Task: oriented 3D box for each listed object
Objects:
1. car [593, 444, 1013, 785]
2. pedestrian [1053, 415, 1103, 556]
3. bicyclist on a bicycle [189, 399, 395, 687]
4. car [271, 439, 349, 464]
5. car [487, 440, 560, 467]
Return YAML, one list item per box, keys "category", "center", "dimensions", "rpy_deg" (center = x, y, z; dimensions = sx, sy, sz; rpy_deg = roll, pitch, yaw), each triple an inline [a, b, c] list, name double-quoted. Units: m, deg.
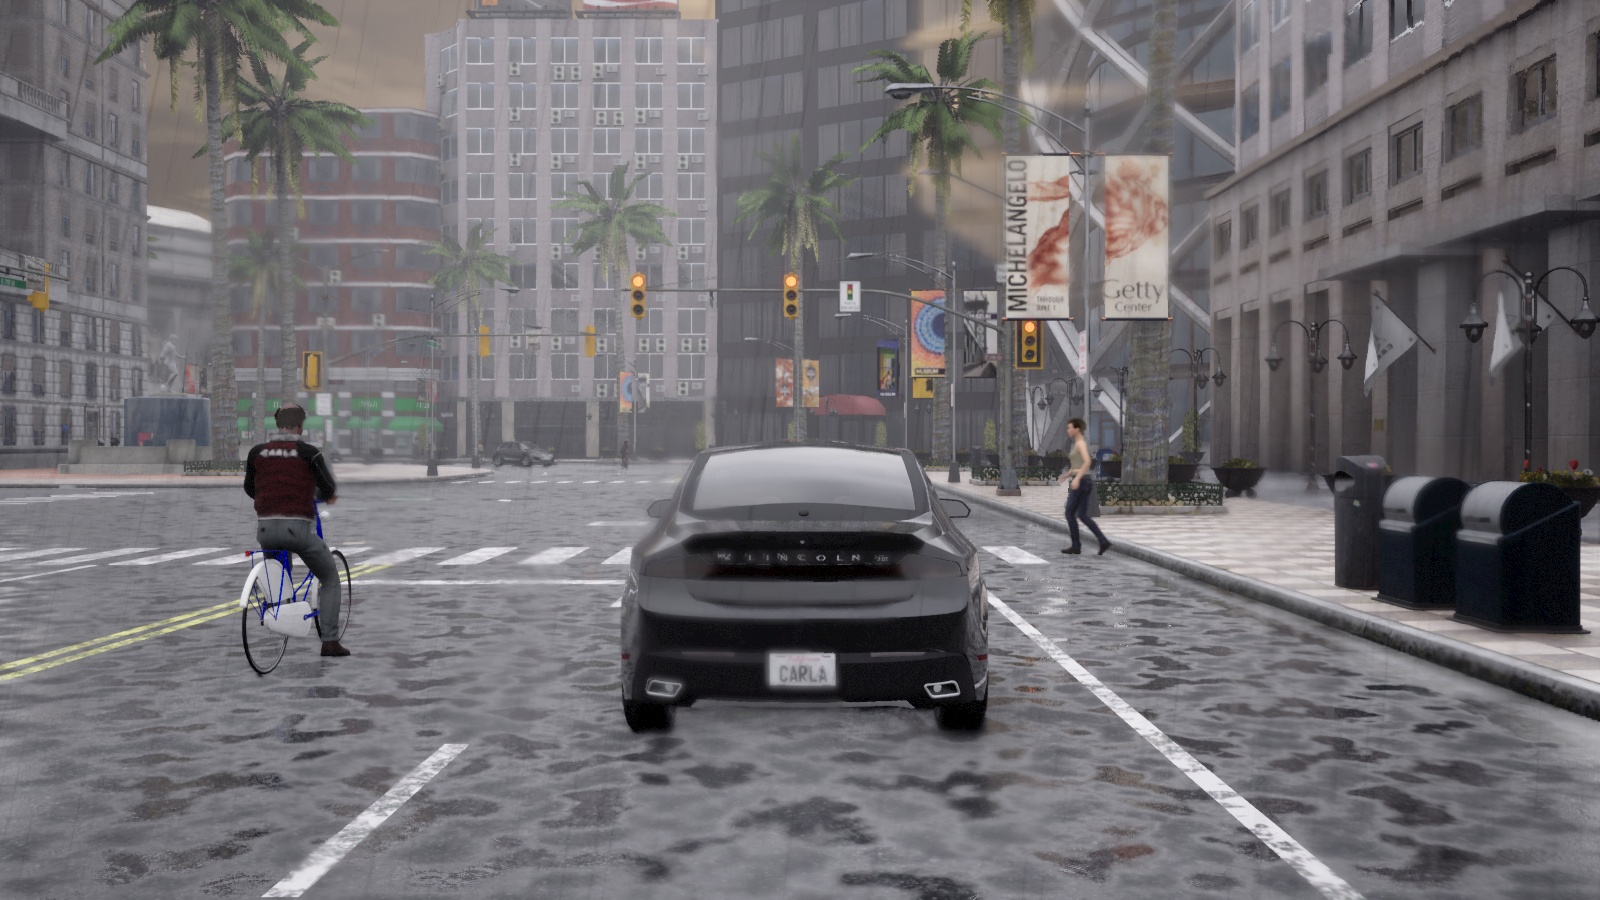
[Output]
- category: "car"
  center: [0.047, 0.707, 7.945]
  dimensions: [1.837, 1.490, 4.892]
  rpy_deg: [0, 0, 1]
- category: "pedestrian"
  center: [3.668, 0.456, 16.583]
  dimensions: [0.594, 1.836, 0.345]
  rpy_deg: [0, 0, 21]
- category: "bicyclist on a bicycle"
  center: [-3.432, 0.565, 8.669]
  dimensions: [0.659, 1.776, 1.843]
  rpy_deg: [0, 1, 0]
- category: "car"
  center: [-33.534, 0.078, 86.013]
  dimensions: [4.611, 1.667, 2.242]
  rpy_deg: [0, 0, 17]
- category: "car"
  center: [-17.799, 0.206, 80.823]
  dimensions: [4.856, 1.649, 2.033]
  rpy_deg: [0, 0, 40]
